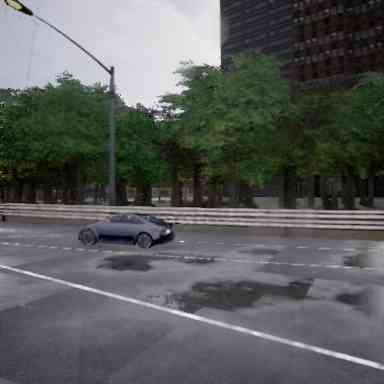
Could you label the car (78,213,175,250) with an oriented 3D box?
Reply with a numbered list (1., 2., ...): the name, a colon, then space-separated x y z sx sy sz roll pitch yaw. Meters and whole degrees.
1. car: -2.843 1.596 14.480 4.181 1.385 1.994 0 0 21
